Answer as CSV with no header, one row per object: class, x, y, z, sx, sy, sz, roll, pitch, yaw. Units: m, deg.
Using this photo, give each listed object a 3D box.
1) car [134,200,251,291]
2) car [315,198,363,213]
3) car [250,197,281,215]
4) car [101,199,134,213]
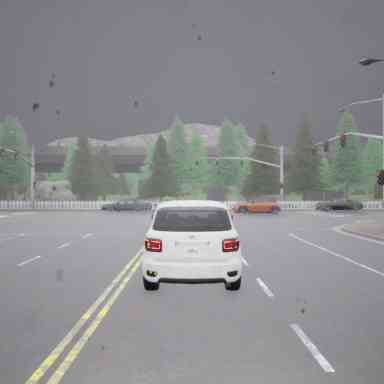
car,0.006,1.221,9.168,2.150,2.045,5.566,0,0,0
car,16.000,1.435,36.198,4.902,1.511,2.128,0,0,0
car,6.273,1.307,32.648,4.553,1.767,2.097,0,0,0
car,-7.037,1.496,36.074,5.357,1.411,2.033,0,0,0
